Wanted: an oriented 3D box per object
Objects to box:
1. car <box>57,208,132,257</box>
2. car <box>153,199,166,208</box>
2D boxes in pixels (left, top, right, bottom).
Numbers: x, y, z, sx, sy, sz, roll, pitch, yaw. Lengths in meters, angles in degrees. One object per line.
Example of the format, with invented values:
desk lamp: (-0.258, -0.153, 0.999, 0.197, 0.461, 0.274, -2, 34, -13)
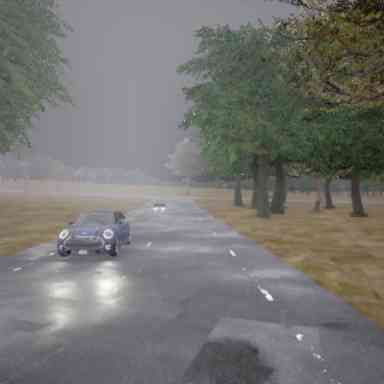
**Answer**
car: (-3.821, 1.513, 13.715, 2.097, 1.767, 4.553, 0, -1, -2)
car: (-5.426, 1.875, 55.865, 1.994, 1.385, 4.181, 0, 1, -2)
